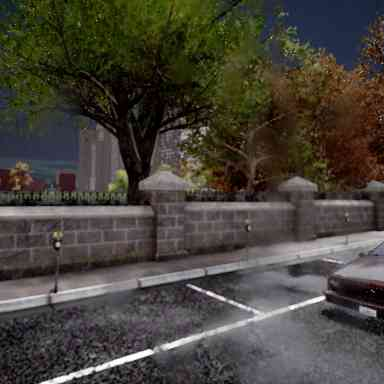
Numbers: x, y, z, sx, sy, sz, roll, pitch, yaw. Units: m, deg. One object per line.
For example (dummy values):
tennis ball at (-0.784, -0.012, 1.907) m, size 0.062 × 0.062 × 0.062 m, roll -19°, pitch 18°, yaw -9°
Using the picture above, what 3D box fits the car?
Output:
car at (5.040, 1.569, 6.983) m, size 5.357 × 1.411 × 2.033 m, roll 0°, pitch 0°, yaw -36°
